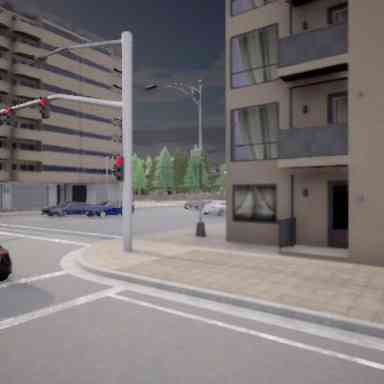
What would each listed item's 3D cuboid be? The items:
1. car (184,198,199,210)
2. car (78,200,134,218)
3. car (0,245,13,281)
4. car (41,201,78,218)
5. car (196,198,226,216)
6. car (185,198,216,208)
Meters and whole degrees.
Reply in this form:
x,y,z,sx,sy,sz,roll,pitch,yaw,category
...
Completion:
x,y,z,sx,sy,sz,roll,pitch,yaw,category
0.845,1.571,42.602,1.812,1.442,4.674,0,0,35,car
-7.550,1.523,30.641,1.882,1.535,5.008,0,0,35,car
-6.512,1.584,8.629,4.181,1.385,1.994,0,0,35,car
-11.330,1.600,31.345,2.033,1.411,5.357,0,0,35,car
2.743,1.558,32.837,1.812,1.442,4.674,0,0,35,car
1.321,1.600,49.307,2.033,1.411,5.357,0,0,35,car
